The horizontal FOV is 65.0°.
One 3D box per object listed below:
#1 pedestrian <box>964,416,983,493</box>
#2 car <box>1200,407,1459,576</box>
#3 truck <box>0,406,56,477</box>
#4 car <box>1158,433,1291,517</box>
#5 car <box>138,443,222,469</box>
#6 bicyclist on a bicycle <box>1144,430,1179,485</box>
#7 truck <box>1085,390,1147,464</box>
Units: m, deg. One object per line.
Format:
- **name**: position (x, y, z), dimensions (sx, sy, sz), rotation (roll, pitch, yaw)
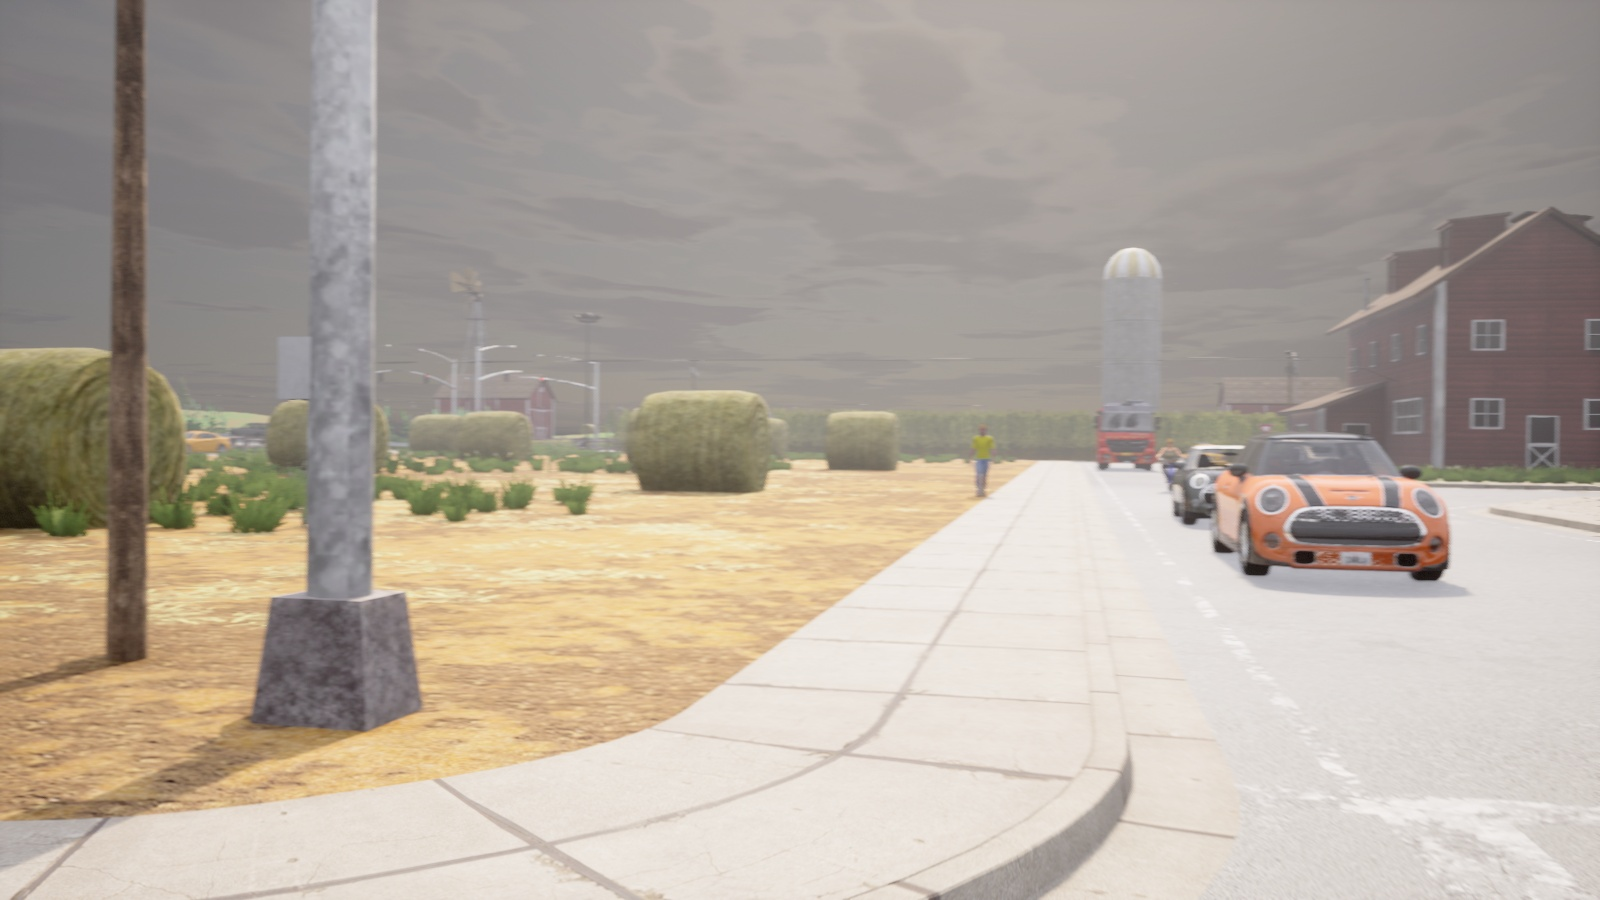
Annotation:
- **pedestrian**: position (4.203, 0.105, 30.384), dimensions (0.354, 1.836, 0.706), rotation (0, 1, 16)
- **car**: position (6.312, 0.424, 15.574), dimensions (2.097, 1.767, 4.553), rotation (-1, 0, 12)
- **truck**: position (-40.355, -0.393, 60.479), dimensions (2.891, 3.462, 7.936), rotation (0, 1, 15)
- **car**: position (8.095, 0.431, 24.255), dimensions (1.970, 1.475, 3.806), rotation (0, 1, 12)
- **car**: position (-38.883, 0.368, 78.938), dimensions (1.882, 1.535, 5.008), rotation (0, 1, 15)
- **bicyclist on a bicycle**: position (10.845, 0.215, 37.676), dimensions (0.866, 1.612, 1.509), rotation (-1, 1, 12)
- **truck**: position (17.340, -1.241, 69.314), dimensions (2.891, 3.827, 8.468), rotation (0, 1, 12)
